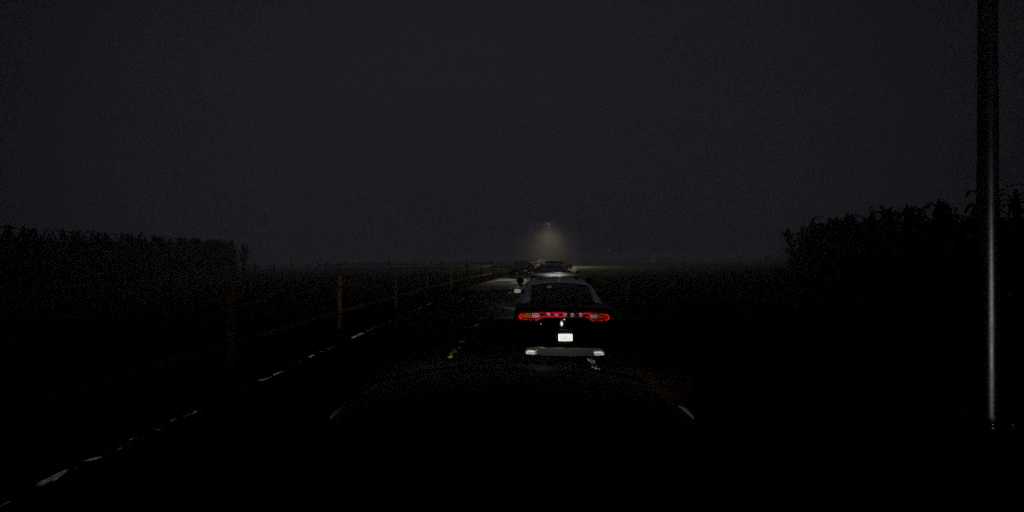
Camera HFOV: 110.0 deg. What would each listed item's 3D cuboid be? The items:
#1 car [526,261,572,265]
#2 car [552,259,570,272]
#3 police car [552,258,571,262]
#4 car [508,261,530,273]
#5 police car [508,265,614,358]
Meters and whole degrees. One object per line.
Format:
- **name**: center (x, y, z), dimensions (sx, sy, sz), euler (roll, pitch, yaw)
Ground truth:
- **car**: center (1.967, 1.218, 18.342), dimensions (1.882, 1.535, 5.008), euler (0, 0, 7)
- **car**: center (6.227, 1.187, 45.320), dimensions (1.882, 1.535, 5.008), euler (0, 0, 12)
- **police car**: center (2.855, 1.159, 24.295), dimensions (1.930, 1.638, 5.238), euler (0, 0, 10)
- **car**: center (0.912, 1.204, 32.993), dimensions (1.882, 1.535, 5.008), euler (0, 0, 11)
- **police car**: center (1.057, 1.173, 8.647), dimensions (1.930, 1.638, 5.238), euler (0, 0, 3)
